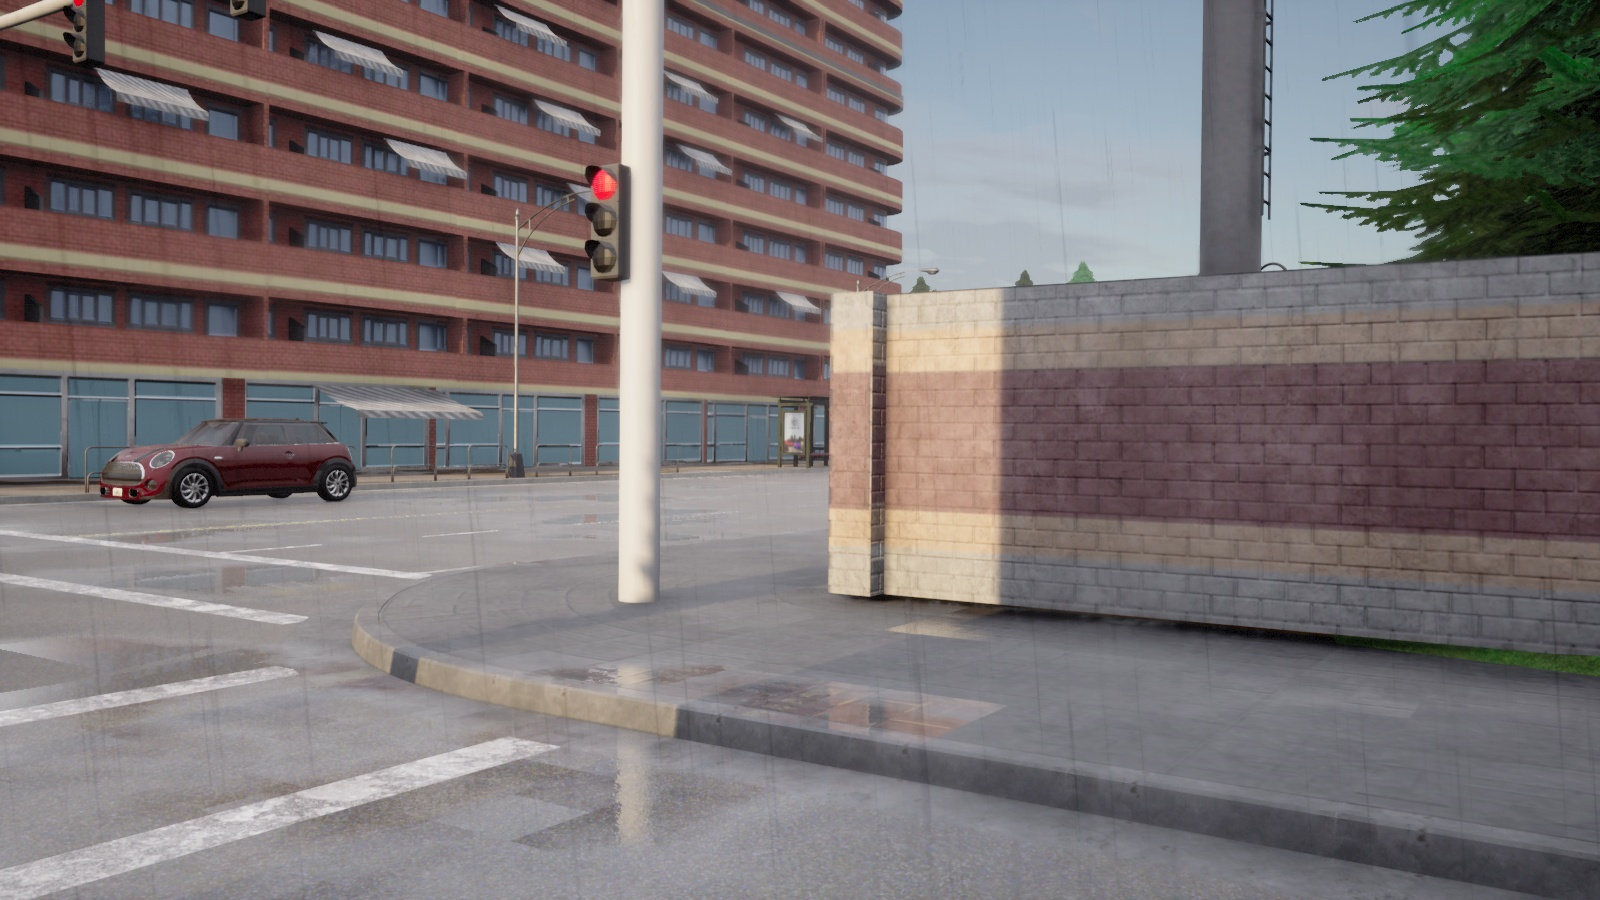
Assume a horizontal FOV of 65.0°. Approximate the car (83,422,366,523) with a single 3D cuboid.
[{"bbox_3d":[-11.008,0.356,24.344,2.097,1.767,4.553,0,1,33],"label":"car"}]
